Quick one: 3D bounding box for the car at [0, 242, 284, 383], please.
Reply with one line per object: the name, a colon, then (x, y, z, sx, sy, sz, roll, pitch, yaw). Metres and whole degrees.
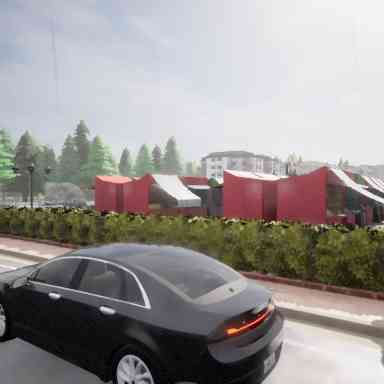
car: (-1.173, 1.505, 4.839, 4.892, 1.490, 1.837, 0, 0, 36)

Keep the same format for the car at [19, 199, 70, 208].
car: (-15.516, 1.656, 34.248, 1.895, 1.301, 4.718, 0, 0, 36)

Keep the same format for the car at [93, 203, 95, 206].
car: (-10.174, 1.408, 41.587, 2.097, 1.767, 4.553, 0, 0, 36)

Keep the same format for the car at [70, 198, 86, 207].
car: (-15.252, 1.547, 40.559, 2.128, 1.511, 4.902, 0, 0, 36)

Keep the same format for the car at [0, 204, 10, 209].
car: (-20.862, 1.603, 32.821, 2.033, 1.411, 5.357, 0, 0, 39)
